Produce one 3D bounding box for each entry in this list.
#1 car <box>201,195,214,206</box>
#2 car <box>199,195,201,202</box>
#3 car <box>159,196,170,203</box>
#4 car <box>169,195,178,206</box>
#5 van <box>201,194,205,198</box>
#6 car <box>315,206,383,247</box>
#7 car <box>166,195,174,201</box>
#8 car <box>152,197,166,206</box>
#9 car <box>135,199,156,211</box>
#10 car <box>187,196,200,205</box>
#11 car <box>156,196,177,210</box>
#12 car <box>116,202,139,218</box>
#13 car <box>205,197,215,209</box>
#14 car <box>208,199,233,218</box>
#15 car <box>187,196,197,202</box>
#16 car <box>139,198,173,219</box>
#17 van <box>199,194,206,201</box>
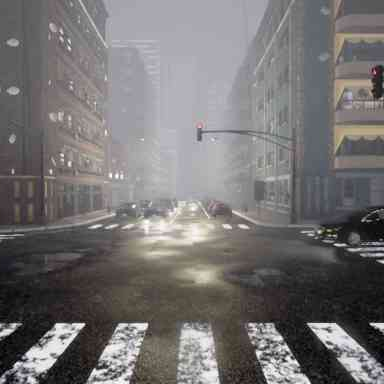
[{"bbox_3d":[2.694,1.554,46.781,1.887,1.381,4.507,0,0,0],"label":"car"},{"bbox_3d":[2.697,1.582,57.828,1.947,1.339,4.313,0,0,0],"label":"car"},{"bbox_3d":[-5.682,1.605,68.889,1.802,1.307,4.206,0,0,0],"label":"car"},{"bbox_3d":[-3.077,1.503,50.294,2.128,1.511,4.902,0,0,0],"label":"car"},{"bbox_3d":[2.694,1.354,52.304,1.690,1.788,3.998,0,0,0],"label":"van"},{"bbox_3d":[7.743,1.384,14.254,4.892,1.490,1.837,-2,0,-7],"label":"car"},{"bbox_3d":[-5.679,1.563,85.290,1.752,1.417,4.829,0,0,0],"label":"car"},{"bbox_3d":[-5.685,1.561,57.842,1.887,1.381,4.507,0,0,0],"label":"car"},{"bbox_3d":[-5.688,1.573,41.271,1.947,1.339,4.313,0,0,0],"label":"car"},{"bbox_3d":[0.012,1.543,59.667,1.812,1.442,4.674,0,0,0],"label":"car"},{"bbox_3d":[-3.089,1.511,39.850,1.837,1.490,4.892,0,0,0],"label":"car"},{"bbox_3d":[-5.690,1.568,30.224,1.947,1.339,4.313,0,0,0],"label":"car"},{"bbox_3d":[2.692,1.570,35.734,1.947,1.339,4.313,0,0,0],"label":"car"},{"bbox_3d":[2.691,1.584,30.211,1.802,1.307,4.206,0,0,0],"label":"car"},{"bbox_3d":[0.015,1.452,69.703,1.895,1.301,4.718,0,0,0],"label":"car"},{"bbox_3d":[-3.095,1.550,29.731,2.033,1.411,5.357,0,0,0],"label":"car"},{"bbox_3d":[2.700,1.379,85.446,1.690,1.788,3.998,-1,0,0],"label":"van"}]
